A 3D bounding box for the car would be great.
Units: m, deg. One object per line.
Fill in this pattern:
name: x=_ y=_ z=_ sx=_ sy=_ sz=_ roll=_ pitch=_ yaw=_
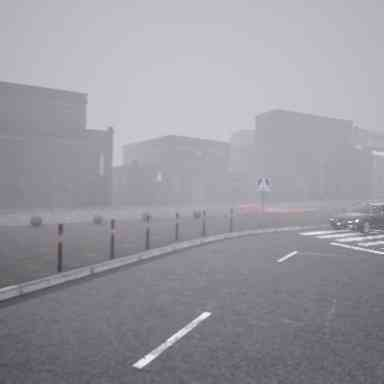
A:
car: x=9.779 y=1.376 z=18.408 sx=4.892 sy=1.490 sz=1.837 roll=-1 pitch=1 yaw=-28
